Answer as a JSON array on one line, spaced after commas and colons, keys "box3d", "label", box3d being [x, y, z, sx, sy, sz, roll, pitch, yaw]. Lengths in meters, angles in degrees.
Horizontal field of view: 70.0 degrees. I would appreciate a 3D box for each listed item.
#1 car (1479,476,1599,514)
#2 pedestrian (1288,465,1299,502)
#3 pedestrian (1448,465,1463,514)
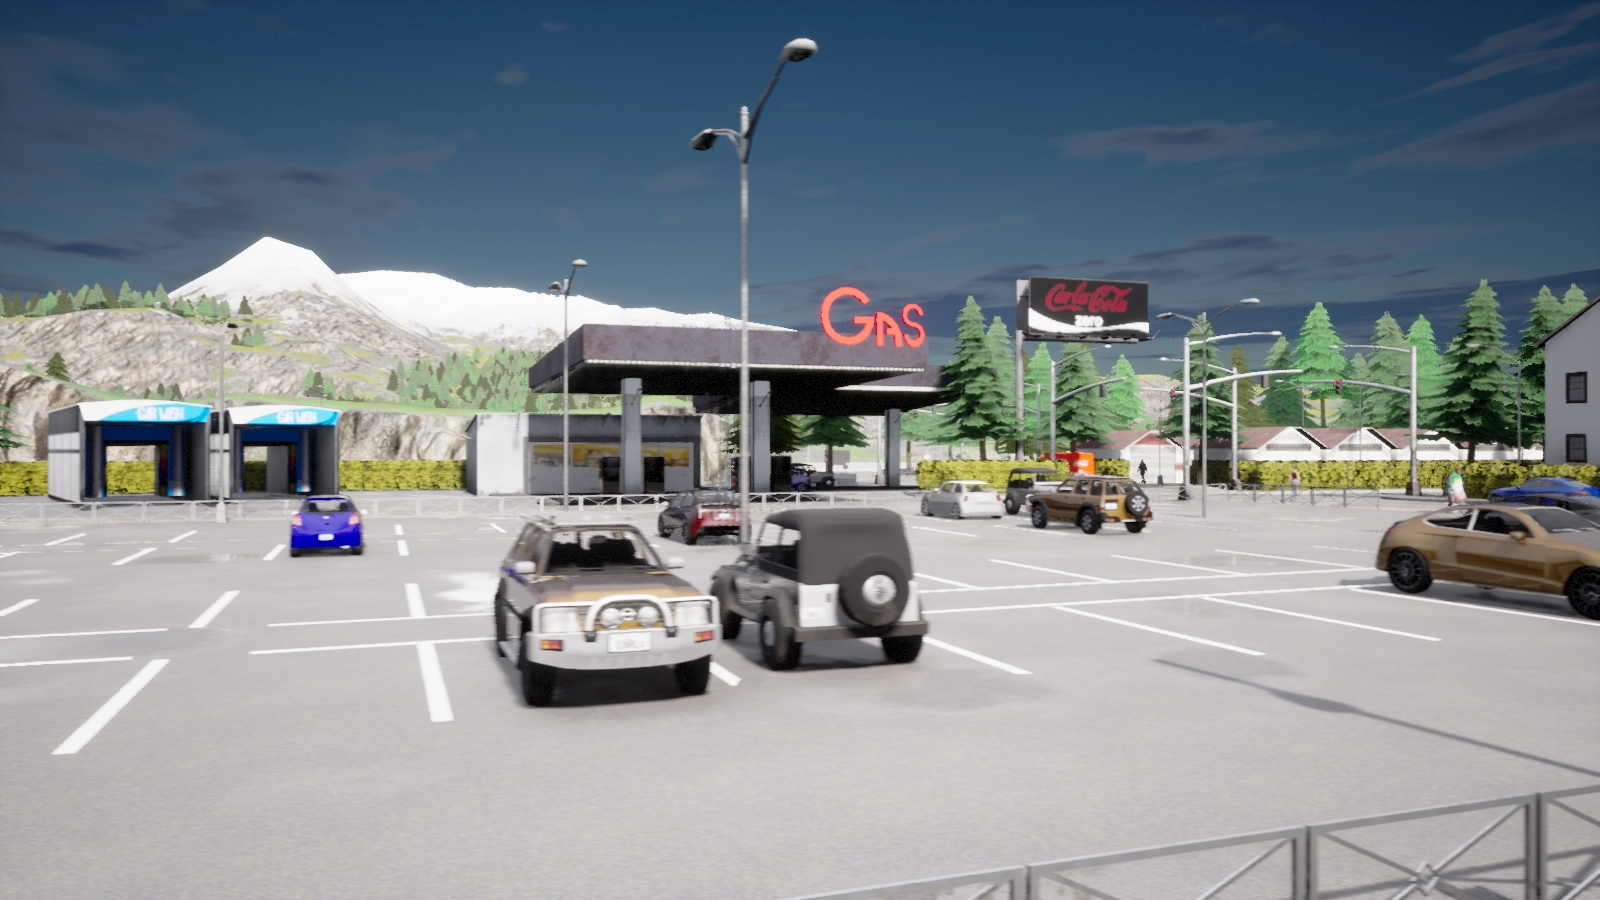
[{"box3d": [32.099, 1.887, 49.221, 2.002, 1.442, 4.674, 0, 0, -20], "label": "car"}, {"box3d": [24.410, 1.654, 56.502, 0.375, 1.860, 0.375, 0, 0, -36], "label": "pedestrian"}, {"box3d": [25.181, 1.502, 43.891, 0.375, 1.860, 0.375, 0, 0, -12], "label": "pedestrian"}]
